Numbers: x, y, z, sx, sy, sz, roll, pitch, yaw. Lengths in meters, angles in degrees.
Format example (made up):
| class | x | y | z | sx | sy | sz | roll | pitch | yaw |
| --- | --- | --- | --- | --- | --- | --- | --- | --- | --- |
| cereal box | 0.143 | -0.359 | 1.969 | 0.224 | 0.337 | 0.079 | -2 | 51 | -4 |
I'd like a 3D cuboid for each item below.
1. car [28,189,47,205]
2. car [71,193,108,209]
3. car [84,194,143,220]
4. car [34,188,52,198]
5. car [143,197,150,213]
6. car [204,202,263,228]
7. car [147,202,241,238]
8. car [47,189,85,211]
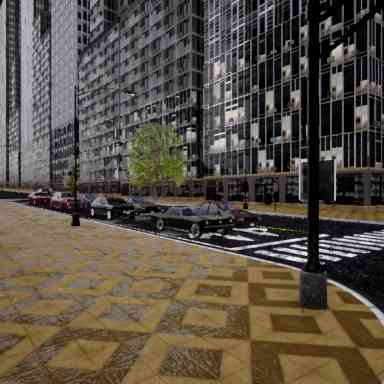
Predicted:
| class | x | y | z | sx | sy | sz | roll | pitch | yaw |
| --- | --- | --- | --- | --- | --- | --- | --- | --- | --- |
| car | -18.103 | 0.712 | 39.606 | 1.882 | 1.535 | 5.008 | 0 | 1 | -37 |
| car | -11.140 | 0.911 | 35.924 | 2.033 | 1.411 | 5.357 | 0 | 1 | -38 |
| car | -5.678 | 1.110 | 23.683 | 1.837 | 1.490 | 4.892 | 0 | 1 | -38 |
| car | -28.493 | 0.111 | 63.707 | 2.097 | 1.767 | 4.553 | 0 | 1 | -38 |
| car | -4.636 | 1.104 | 27.625 | 2.033 | 1.411 | 5.357 | 0 | 1 | -37 |
| car | 1.636 | 1.289 | 19.691 | 2.033 | 1.411 | 5.357 | 0 | 1 | -36 |
| car | -0.088 | 1.372 | 16.572 | 1.895 | 1.301 | 4.718 | 0 | 1 | -38 |
| car | -11.794 | 0.776 | 31.484 | 2.097 | 1.767 | 4.553 | 0 | 1 | -38 |
